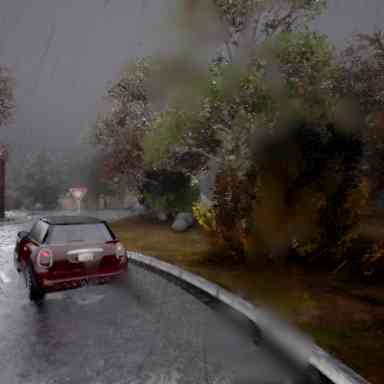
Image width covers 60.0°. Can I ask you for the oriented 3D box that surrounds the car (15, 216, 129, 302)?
[{"bbox_3d":[-3.373,1.405,8.845,2.097,1.767,4.553,0,0,-32],"label":"car"}]
